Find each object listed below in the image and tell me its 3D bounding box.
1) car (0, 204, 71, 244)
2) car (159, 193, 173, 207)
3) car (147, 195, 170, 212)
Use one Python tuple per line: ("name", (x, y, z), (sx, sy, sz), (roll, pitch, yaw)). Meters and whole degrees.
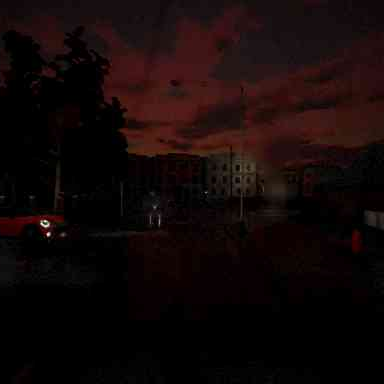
("car", (-8.025, 1.351, 15.440), (4.553, 1.767, 2.097), (0, 0, 10))
("car", (-4.118, 1.221, 50.054), (2.150, 2.045, 5.566), (0, 0, 1))
("car", (-4.139, 1.491, 39.465), (2.128, 1.511, 4.902), (0, 0, 0))
